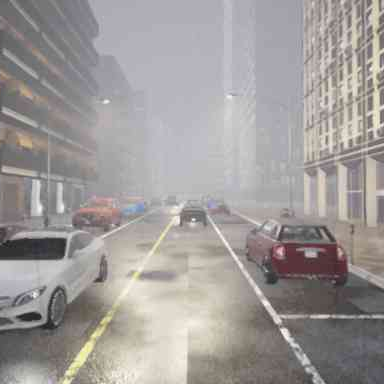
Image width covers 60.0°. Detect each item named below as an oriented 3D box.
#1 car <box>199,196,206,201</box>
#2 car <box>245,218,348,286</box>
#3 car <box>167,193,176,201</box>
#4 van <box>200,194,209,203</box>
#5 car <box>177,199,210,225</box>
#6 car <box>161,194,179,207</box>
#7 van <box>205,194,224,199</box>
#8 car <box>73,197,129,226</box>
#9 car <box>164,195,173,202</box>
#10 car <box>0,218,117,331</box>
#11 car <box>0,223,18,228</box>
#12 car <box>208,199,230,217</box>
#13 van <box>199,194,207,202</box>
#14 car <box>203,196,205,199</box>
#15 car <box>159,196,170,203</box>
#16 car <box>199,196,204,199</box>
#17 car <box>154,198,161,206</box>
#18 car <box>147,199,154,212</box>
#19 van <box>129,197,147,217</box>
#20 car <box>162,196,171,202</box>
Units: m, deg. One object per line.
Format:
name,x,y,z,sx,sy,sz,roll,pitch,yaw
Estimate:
car,2.675,1.613,86.447,1.802,1.307,4.206,1,0,0
car,2.704,1.444,9.498,1.967,1.590,4.097,1,0,0
car,-5.701,1.348,91.935,2.192,1.841,5.009,1,0,0
van,2.685,1.366,69.924,1.690,1.788,3.998,1,0,0
car,0.093,1.516,23.954,1.837,1.490,4.892,0,1,0
car,-3.087,1.370,50.993,2.097,1.767,4.553,0,0,0
van,2.697,1.355,37.237,1.690,1.788,3.998,1,0,0
car,-5.644,1.324,20.494,2.192,1.841,5.009,1,0,0
car,-5.702,1.555,80.742,1.752,1.417,4.829,1,0,0
car,-3.102,1.529,7.043,1.812,1.442,4.674,0,0,0
car,-5.646,1.586,9.401,1.802,1.307,4.206,1,0,0
car,2.694,1.594,31.689,1.802,1.307,4.206,1,0,0
van,2.682,1.370,80.940,1.690,1.788,3.998,1,0,0
car,2.691,1.561,42.785,1.887,1.381,4.507,1,0,0
car,-5.698,1.551,69.720,1.752,1.417,4.829,1,0,0
car,0.086,1.563,42.751,2.033,1.411,5.357,0,0,0
car,-5.661,1.602,53.774,1.802,1.307,4.206,1,0,0
car,-5.655,1.596,37.134,1.802,1.307,4.206,1,0,0
van,-5.648,1.354,31.587,1.690,1.788,3.998,1,0,0
car,-5.700,1.553,75.232,1.752,1.417,4.829,1,0,0
